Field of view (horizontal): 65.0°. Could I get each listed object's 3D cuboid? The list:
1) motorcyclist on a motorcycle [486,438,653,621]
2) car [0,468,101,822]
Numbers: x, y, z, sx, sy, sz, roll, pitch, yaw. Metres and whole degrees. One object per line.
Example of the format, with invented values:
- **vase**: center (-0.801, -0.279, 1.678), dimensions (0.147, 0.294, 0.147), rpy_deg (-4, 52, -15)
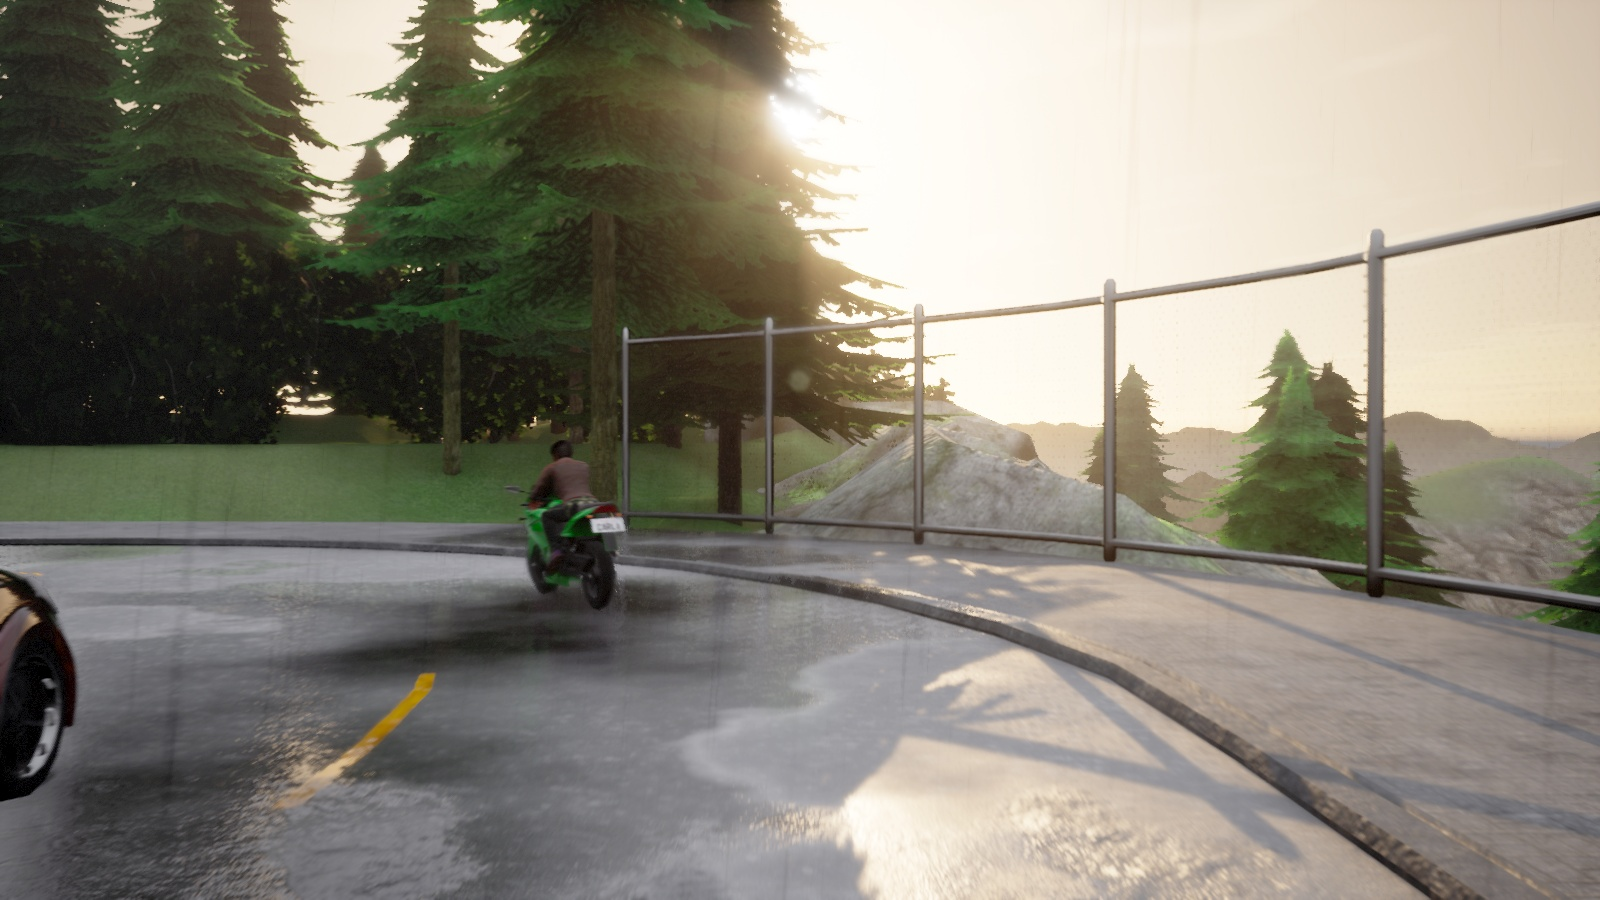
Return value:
- **motorcyclist on a motorcycle**: center (-2.186, 0.663, 11.669), dimensions (0.797, 1.523, 2.044), rpy_deg (-2, 1, -32)
- **car**: center (-4.033, 0.787, 3.670), dimensions (1.994, 1.385, 4.181), rpy_deg (0, 0, -6)
